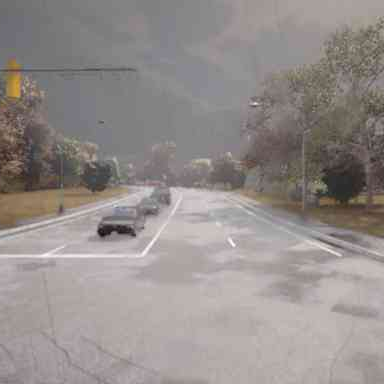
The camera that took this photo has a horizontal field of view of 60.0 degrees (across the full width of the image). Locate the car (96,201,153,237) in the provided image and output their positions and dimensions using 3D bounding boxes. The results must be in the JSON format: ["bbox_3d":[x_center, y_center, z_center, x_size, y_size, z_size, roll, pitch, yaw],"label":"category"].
[{"bbox_3d":[-3.604,1.487,18.040,2.033,1.411,5.357,0,1,0],"label":"car"}]

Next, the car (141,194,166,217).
[{"bbox_3d":[-3.595,1.217,28.211,1.837,1.490,4.892,0,2,0],"label":"car"}]

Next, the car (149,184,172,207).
[{"bbox_3d":[-3.564,0.518,38.711,2.150,2.045,5.566,0,3,1],"label":"car"}]
